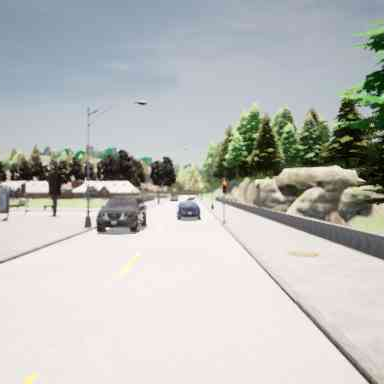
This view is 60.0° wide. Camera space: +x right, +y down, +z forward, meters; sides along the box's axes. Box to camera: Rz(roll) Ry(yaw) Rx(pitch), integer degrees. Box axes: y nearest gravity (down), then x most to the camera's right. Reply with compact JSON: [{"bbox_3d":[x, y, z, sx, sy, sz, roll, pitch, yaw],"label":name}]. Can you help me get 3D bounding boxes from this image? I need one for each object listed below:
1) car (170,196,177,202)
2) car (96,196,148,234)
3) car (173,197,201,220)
[{"bbox_3d":[-3.986,1.619,76.273,1.812,1.442,4.674,0,0,0],"label":"car"},{"bbox_3d":[-4.025,1.248,19.980,2.150,2.045,5.566,0,0,0],"label":"car"},{"bbox_3d":[-0.408,1.514,28.864,1.882,1.535,5.008,0,0,-6],"label":"car"}]
